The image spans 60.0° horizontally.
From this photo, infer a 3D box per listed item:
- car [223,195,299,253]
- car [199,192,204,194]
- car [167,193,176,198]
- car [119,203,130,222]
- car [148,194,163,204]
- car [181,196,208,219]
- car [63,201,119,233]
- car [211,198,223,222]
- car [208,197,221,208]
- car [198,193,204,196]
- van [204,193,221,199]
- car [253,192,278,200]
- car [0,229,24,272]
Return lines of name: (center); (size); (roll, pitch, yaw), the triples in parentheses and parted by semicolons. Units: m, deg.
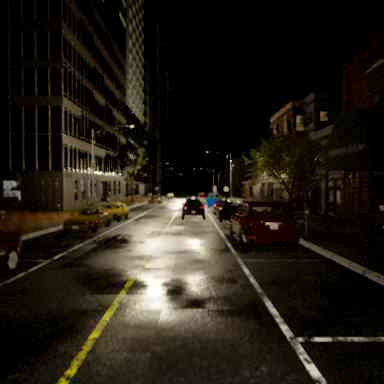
car: (2.682, 1.217, 13.248); (2.192, 1.841, 5.009); (-1, 0, 0)
car: (2.721, 0.740, 95.538); (1.967, 1.590, 4.097); (-1, 0, 0)
car: (-5.798, 0.867, 89.784); (1.752, 1.417, 4.829); (-1, 0, 0)
car: (-5.690, 1.347, 24.163); (1.752, 1.417, 4.829); (-1, 0, 0)
car: (-5.679, 1.057, 52.007); (1.967, 1.590, 4.097); (-1, 0, 0)
car: (0.114, 1.327, 26.968); (1.812, 1.442, 4.674); (0, 0, 0)
car: (-5.693, 1.388, 18.629); (1.752, 1.417, 4.829); (-1, 0, 0)
car: (2.691, 1.386, 24.318); (1.947, 1.339, 4.313); (-1, 0, 0)
car: (2.693, 1.362, 29.852); (1.802, 1.307, 4.206); (-1, 0, 0)
car: (0.120, 1.221, 44.241); (2.033, 1.411, 5.357); (0, 0, 0)
van: (2.695, 1.040, 40.919); (1.690, 1.788, 3.998); (-1, 0, 0)
car: (16.561, 0.869, 75.244); (5.009, 1.841, 2.192); (1, 1, 1)
car: (-5.697, 1.487, 7.729); (1.887, 1.381, 4.507); (-1, 0, 0)
